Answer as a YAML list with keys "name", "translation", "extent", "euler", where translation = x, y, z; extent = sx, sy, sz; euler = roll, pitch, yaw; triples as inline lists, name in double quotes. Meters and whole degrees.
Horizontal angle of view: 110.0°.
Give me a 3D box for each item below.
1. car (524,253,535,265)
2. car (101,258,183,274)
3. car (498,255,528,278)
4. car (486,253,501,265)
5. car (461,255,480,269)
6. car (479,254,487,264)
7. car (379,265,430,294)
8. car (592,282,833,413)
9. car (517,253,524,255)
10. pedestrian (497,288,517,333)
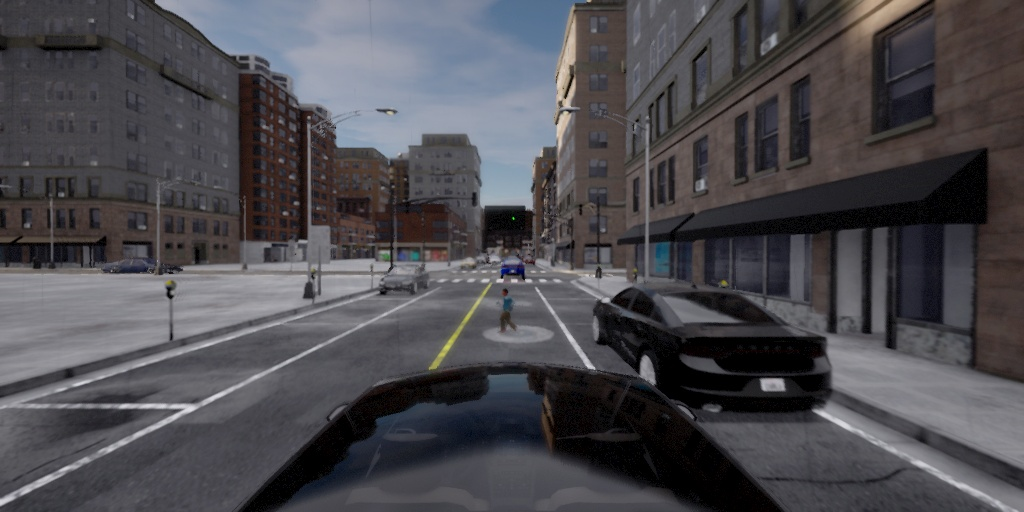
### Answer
- name: "car"
  translation: [2.647, 0.651, 56.555]
  extent: [1.967, 1.591, 4.097]
  euler: [0, 0, 0]
- name: "car"
  translation: [-30.905, 0.875, 30.027]
  extent: [5.357, 1.411, 2.033]
  euler: [0, 1, 0]
- name: "car"
  translation: [0.077, 0.957, 29.184]
  extent: [1.882, 1.535, 5.008]
  euler: [0, 1, 0]
- name: "car"
  translation: [-2.788, 0.710, 59.346]
  extent: [1.812, 1.442, 4.674]
  euler: [0, 1, 1]
- name: "car"
  translation: [-5.380, 0.847, 45.063]
  extent: [1.751, 1.417, 4.829]
  euler: [0, 0, 0]
- name: "car"
  translation: [-5.377, 0.707, 62.218]
  extent: [2.007, 1.370, 4.403]
  euler: [0, 0, 0]
- name: "car"
  translation: [-5.384, 1.136, 18.389]
  extent: [2.007, 1.370, 4.403]
  euler: [0, 0, 0]
- name: "car"
  translation: [2.751, 1.183, 6.256]
  extent: [1.882, 1.535, 5.008]
  euler: [0, 1, 0]
- name: "car"
  translation: [0.091, 0.655, 47.129]
  extent: [2.097, 1.767, 4.553]
  euler: [0, 1, 0]
- name: "pedestrian"
  translation: [-0.095, 1.353, 8.862]
  extent: [0.500, 1.100, 0.500]
  euler: [0, 1, -8]
